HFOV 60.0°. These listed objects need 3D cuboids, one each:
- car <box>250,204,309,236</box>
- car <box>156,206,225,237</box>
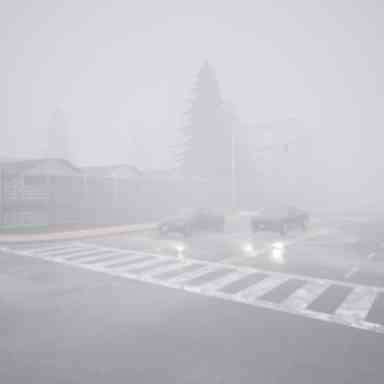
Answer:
[{"bbox_3d":[5.042,1.476,18.862,1.882,1.535,5.008,0,0,38],"label":"car"},{"bbox_3d":[0.098,1.522,18.182,1.812,1.442,4.674,0,0,38],"label":"car"}]
